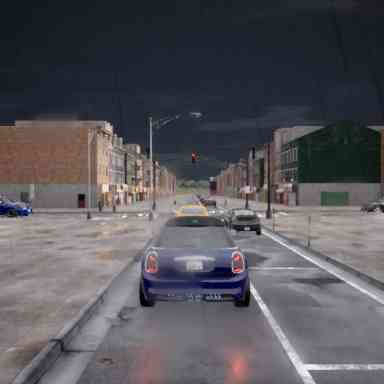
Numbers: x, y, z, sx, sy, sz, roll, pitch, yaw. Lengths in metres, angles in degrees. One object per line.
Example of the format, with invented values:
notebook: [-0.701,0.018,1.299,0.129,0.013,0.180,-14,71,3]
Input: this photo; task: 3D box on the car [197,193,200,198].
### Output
car: [2.832,1.445,78.395,1.967,1.590,4.097,-1,0,0]

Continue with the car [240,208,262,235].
car: [2.672,1.544,18.288,2.008,1.369,4.403,-1,0,0]

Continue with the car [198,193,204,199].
car: [2.819,1.548,72.863,1.887,1.381,4.507,-1,0,0]

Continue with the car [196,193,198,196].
car: [2.879,1.560,94.993,2.008,1.369,4.403,-1,0,0]

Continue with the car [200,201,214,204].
car: [0.066,1.471,17.997,1.882,1.535,5.008,0,0,1]

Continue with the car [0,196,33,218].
car: [-17.571,1.365,30.291,5.566,2.045,2.150,0,1,0]

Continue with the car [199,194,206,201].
car: [2.790,1.582,61.798,1.802,1.307,4.206,-1,0,0]

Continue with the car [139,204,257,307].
car: [0.069,1.348,8.122,2.097,1.767,4.553,0,0,1]

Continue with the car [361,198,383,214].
car: [19.511,1.355,33.134,4.892,1.490,1.837,0,1,0]

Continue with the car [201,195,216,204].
car: [2.759,1.541,50.733,1.887,1.381,4.507,-1,0,0]
